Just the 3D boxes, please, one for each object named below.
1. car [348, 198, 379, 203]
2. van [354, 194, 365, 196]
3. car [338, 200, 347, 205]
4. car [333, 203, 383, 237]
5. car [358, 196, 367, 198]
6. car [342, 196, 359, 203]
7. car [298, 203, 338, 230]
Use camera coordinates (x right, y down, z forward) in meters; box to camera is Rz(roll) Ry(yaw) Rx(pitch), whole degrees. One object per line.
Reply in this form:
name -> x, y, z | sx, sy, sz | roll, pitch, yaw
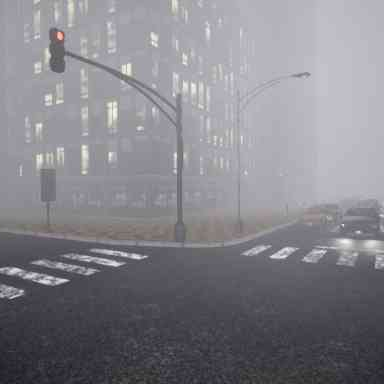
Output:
car -> 14.204, 1.476, 26.973 | 2.128, 1.511, 4.902 | 0, 0, 30
van -> 30.144, 1.311, 60.713 | 1.690, 1.788, 3.998 | -1, 0, 29
car -> 10.755, 1.553, 26.205 | 1.947, 1.339, 4.313 | -1, 0, 29
car -> 9.311, 1.537, 18.308 | 2.033, 1.411, 5.357 | 0, 0, 29
car -> 19.263, 1.485, 35.827 | 1.837, 1.490, 4.892 | 0, 0, 29
car -> 19.065, 1.524, 40.993 | 1.887, 1.381, 4.507 | -1, 0, 29
car -> 7.901, 1.515, 21.128 | 1.752, 1.417, 4.829 | -1, 0, 29
